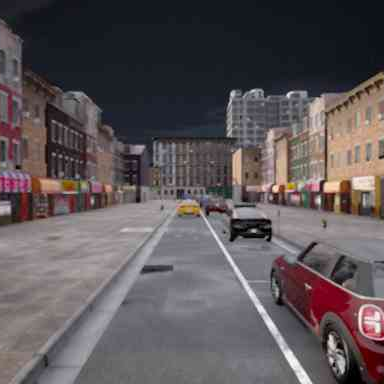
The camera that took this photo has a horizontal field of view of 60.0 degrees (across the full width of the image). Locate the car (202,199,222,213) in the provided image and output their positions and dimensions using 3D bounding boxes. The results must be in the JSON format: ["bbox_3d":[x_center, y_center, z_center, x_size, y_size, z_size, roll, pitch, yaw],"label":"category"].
[{"bbox_3d":[2.235,1.568,38.244,2.008,1.369,4.403,0,0,-1],"label":"car"}]

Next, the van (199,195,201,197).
[{"bbox_3d":[2.175,1.362,43.719,1.690,1.788,3.998,0,0,-1],"label":"van"}]

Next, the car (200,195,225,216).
[{"bbox_3d":[2.292,1.328,32.769,2.192,1.841,5.009,0,0,-1],"label":"car"}]

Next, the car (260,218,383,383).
[{"bbox_3d":[2.588,1.435,5.393,1.967,1.590,4.097,0,0,-1],"label":"car"}]

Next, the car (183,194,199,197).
[{"bbox_3d":[-0.434,1.253,47.107,2.150,2.045,5.566,0,0,0],"label":"car"}]

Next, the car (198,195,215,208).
[{"bbox_3d":[2.116,1.340,49.194,2.192,1.841,5.009,0,0,-1],"label":"car"}]

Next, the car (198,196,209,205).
[{"bbox_3d":[1.997,1.559,60.315,1.752,1.417,4.829,0,0,-1],"label":"car"}]

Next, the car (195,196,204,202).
[{"bbox_3d":[1.763,1.600,82.046,2.008,1.369,4.403,0,0,-1],"label":"car"}]

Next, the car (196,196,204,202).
[{"bbox_3d":[1.820,1.571,76.740,1.752,1.417,4.829,0,0,-1],"label":"car"}]

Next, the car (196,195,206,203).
[{"bbox_3d":[1.881,1.482,71.095,1.967,1.590,4.097,0,0,-1],"label":"car"}]

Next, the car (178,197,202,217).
[{"bbox_3d":[-0.273,1.496,31.655,1.882,1.535,5.008,0,0,0],"label":"car"}]

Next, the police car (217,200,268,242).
[{"bbox_3d":[2.583,1.426,16.588,1.930,1.638,5.238,0,0,-1],"label":"police car"}]

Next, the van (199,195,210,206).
[{"bbox_3d":[2.057,1.371,54.669,1.690,1.788,3.998,0,0,-1],"label":"van"}]
